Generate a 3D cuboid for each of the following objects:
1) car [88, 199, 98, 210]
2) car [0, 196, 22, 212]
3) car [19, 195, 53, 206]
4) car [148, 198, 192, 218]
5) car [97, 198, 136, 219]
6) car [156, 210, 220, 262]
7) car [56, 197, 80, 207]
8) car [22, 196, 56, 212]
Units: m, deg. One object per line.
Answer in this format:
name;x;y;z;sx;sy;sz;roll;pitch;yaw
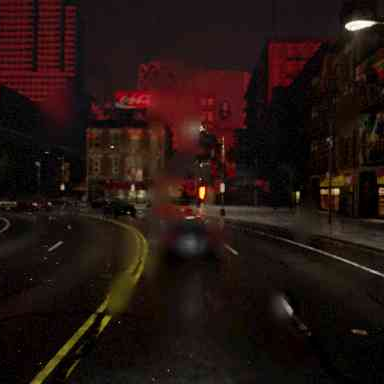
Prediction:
car;-10.349;1.437;38.788;4.902;1.511;2.128;1;0;44
car;-19.119;1.189;32.855;4.718;1.301;1.895;1;0;38
car;-24.034;1.281;51.303;4.674;1.452;2.002;1;0;22
car;-1.686;1.404;27.710;2.097;1.767;4.553;1;0;-27
car;-6.448;1.506;29.212;1.812;1.442;4.674;1;0;-33
car;-0.230;1.596;12.354;1.994;1.385;4.181;1;0;-6
car;-18.812;1.433;48.946;4.718;1.301;1.895;1;0;32
car;-17.002;1.211;35.643;4.553;1.767;2.097;1;0;38
